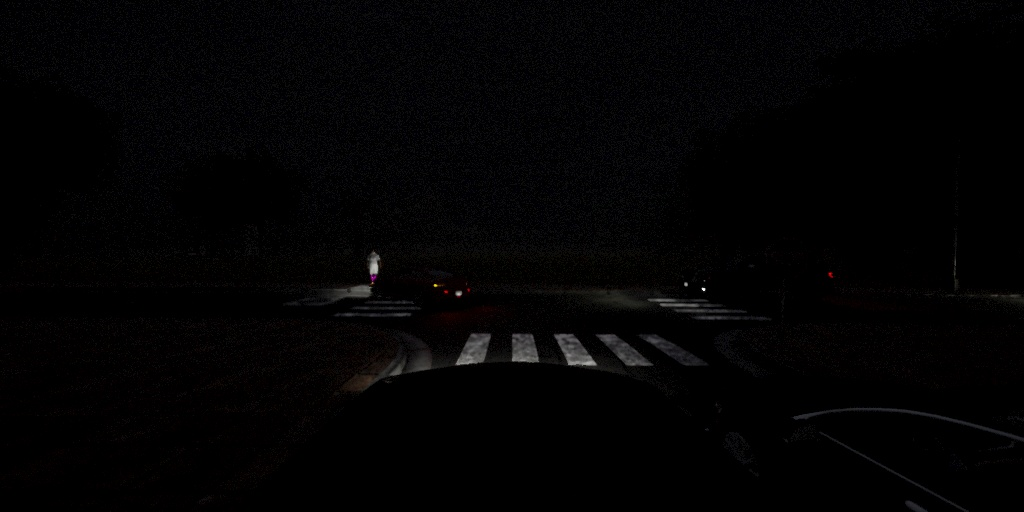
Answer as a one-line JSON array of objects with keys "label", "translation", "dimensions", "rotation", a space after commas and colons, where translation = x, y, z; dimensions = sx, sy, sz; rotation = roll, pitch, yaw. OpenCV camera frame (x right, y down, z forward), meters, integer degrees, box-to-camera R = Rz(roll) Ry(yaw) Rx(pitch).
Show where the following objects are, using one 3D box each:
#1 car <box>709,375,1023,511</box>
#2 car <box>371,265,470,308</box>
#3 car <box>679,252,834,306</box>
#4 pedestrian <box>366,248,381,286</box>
[{"label": "car", "translation": [2.636, 1.303, 1.539], "dimensions": [2.007, 1.370, 4.403], "rotation": [0, 0, 0]}, {"label": "car", "translation": [-3.602, 1.062, 13.953], "dimensions": [4.674, 1.442, 1.812], "rotation": [2, 1, 41]}, {"label": "car", "translation": [9.954, 0.851, 14.793], "dimensions": [5.566, 2.045, 2.150], "rotation": [1, 2, 0]}, {"label": "pedestrian", "translation": [-6.847, 0.517, 17.719], "dimensions": [0.375, 1.860, 0.375], "rotation": [0, 2, 0]}]
